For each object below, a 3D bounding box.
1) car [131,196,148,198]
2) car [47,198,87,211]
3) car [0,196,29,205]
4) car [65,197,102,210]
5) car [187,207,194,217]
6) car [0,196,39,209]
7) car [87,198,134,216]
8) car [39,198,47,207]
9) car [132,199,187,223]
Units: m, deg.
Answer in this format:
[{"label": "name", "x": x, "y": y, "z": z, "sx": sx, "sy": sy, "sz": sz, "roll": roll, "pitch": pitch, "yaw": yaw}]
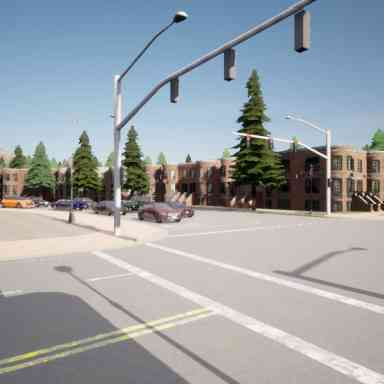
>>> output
[{"label": "car", "x": -7.969, "y": 1.352, "z": 47.957, "sx": 4.553, "sy": 1.767, "sz": 2.097, "roll": 0, "pitch": 0, "yaw": 40}, {"label": "car", "x": -14.971, "y": 1.601, "z": 39.995, "sx": 4.718, "sy": 1.301, "sz": 1.895, "roll": 0, "pitch": 0, "yaw": 38}, {"label": "car", "x": -31.639, "y": 1.490, "z": 58.789, "sx": 4.902, "sy": 1.511, "sz": 2.128, "roll": 0, "pitch": 0, "yaw": 11}, {"label": "car", "x": -14.334, "y": 1.491, "z": 43.818, "sx": 4.902, "sy": 1.511, "sz": 2.128, "roll": 0, "pitch": 0, "yaw": 36}, {"label": "car", "x": -1.613, "y": 1.564, "z": 30.066, "sx": 1.994, "sy": 1.385, "sz": 4.181, "roll": 0, "pitch": 0, "yaw": -37}, {"label": "car", "x": -23.695, "y": 1.352, "z": 45.390, "sx": 4.553, "sy": 1.767, "sz": 2.097, "roll": 0, "pitch": 0, "yaw": 25}, {"label": "car", "x": -8.279, "y": 1.547, "z": 33.224, "sx": 2.033, "sy": 1.411, "sz": 5.357, "roll": 0, "pitch": 0, "yaw": -38}, {"label": "car", "x": -23.287, "y": 1.491, "z": 49.070, "sx": 4.902, "sy": 1.511, "sz": 2.128, "roll": 0, "pitch": 0, "yaw": 23}, {"label": "car", "x": -2.598, "y": 1.526, "z": 25.546, "sx": 1.812, "sy": 1.442, "sz": 4.674, "roll": 0, "pitch": 0, "yaw": -35}]
